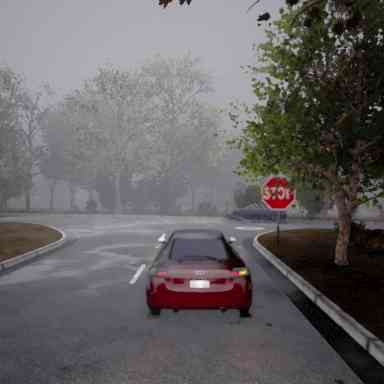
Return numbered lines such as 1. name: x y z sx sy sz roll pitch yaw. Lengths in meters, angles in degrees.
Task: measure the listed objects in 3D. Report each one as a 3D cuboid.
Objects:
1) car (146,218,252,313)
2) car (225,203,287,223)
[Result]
1. car: 0.129 1.547 7.728 1.994 1.385 4.181 0 0 0
2. car: 4.918 1.591 25.626 4.674 1.442 1.812 2 -1 0
